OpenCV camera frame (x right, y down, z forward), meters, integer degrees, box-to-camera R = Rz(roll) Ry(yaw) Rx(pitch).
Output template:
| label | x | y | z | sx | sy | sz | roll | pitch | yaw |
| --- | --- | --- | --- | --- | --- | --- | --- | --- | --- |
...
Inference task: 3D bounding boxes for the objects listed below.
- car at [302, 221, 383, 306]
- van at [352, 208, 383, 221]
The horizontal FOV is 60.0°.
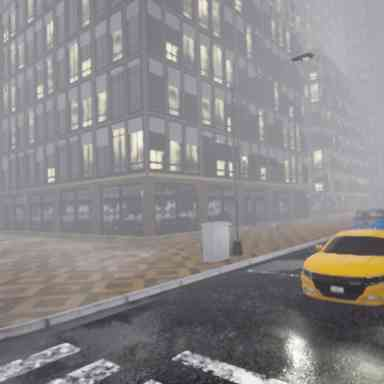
| label | x | y | z | sx | sy | sz | roll | pitch | yaw |
| --- | --- | --- | --- | --- | --- | --- | --- | --- | --- |
| car | 4.530 | 1.747 | 8.711 | 1.882 | 1.535 | 5.008 | -4 | -3 | 40 |
| van | 11.560 | 1.954 | 21.259 | 1.690 | 1.788 | 3.998 | -4 | -3 | 40 |
